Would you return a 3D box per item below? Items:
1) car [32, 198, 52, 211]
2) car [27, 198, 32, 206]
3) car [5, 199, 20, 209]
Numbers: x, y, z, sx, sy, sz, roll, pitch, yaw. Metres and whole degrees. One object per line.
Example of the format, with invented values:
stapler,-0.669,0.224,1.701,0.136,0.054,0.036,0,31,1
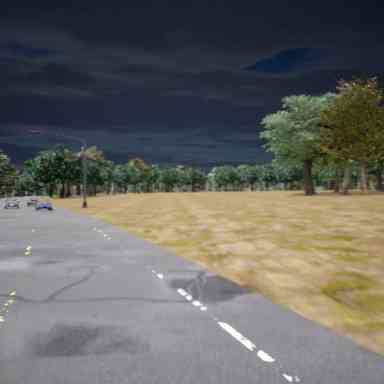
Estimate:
car,-20.153,1.776,45.215,2.033,1.411,5.357,0,0,-29
car,-29.047,1.856,60.949,2.128,1.511,4.902,0,0,-29
car,-28.487,1.817,52.724,2.128,1.511,4.902,0,0,-29
